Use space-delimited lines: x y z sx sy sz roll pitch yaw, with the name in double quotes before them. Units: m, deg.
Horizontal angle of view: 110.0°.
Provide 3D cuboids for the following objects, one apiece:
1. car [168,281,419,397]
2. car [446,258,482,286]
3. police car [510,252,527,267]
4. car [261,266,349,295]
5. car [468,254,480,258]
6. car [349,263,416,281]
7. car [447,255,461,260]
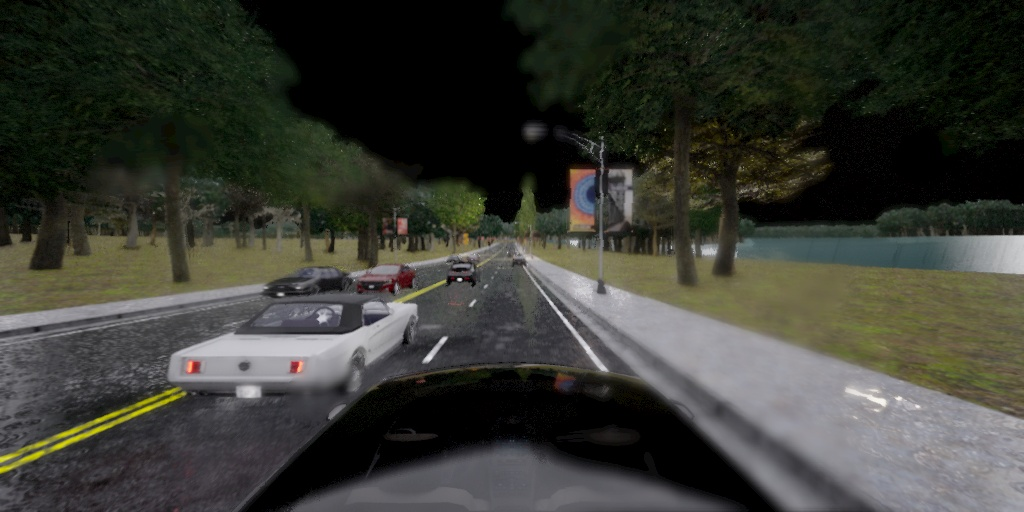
"car" -3.150 1.347 6.538 1.895 1.301 4.718 0 0 0
"car" -3.151 1.133 23.961 1.837 1.490 4.892 0 1 0
"police car" 0.974 0.599 49.307 1.930 1.638 5.238 0 1 0
"car" -9.850 1.236 17.919 2.033 1.411 5.357 0 0 0
"car" -6.533 0.436 61.213 1.812 1.442 4.674 0 2 1
"car" -6.598 1.154 19.327 1.882 1.535 5.008 0 0 0
"car" -9.787 0.484 60.794 1.994 1.385 4.181 0 2 1
